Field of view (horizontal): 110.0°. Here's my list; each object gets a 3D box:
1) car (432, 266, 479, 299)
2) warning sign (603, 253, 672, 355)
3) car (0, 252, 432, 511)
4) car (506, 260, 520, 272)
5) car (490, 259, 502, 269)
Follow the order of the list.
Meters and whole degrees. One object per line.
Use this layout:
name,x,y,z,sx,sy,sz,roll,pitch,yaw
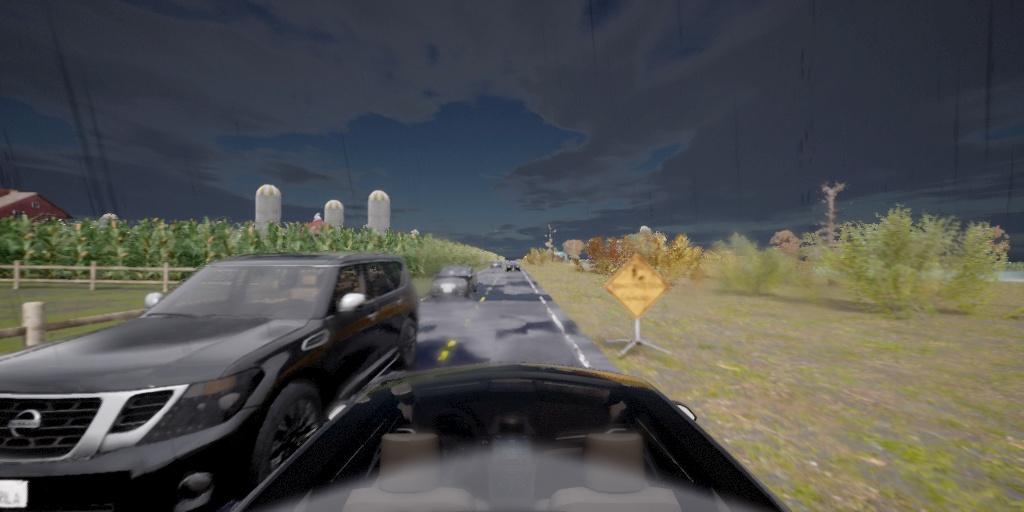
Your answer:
car,-2.800,1.250,18.238,2.128,1.511,4.902,0,0,1
warning sign,2.456,0.870,7.049,1.300,1.860,1.060,0,0,0
car,-2.845,0.966,4.777,2.150,2.045,5.566,0,0,1
car,0.180,1.421,48.857,1.895,1.301,4.718,0,0,0
car,-2.689,1.343,60.957,2.128,1.511,4.902,0,0,1
